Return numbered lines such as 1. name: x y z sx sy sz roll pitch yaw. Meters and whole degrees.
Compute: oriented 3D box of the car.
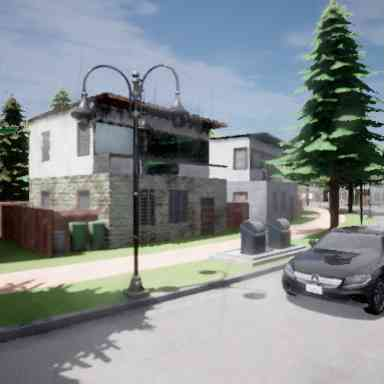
1. car: 3.957 1.562 7.850 4.674 1.442 1.812 0 0 -44
